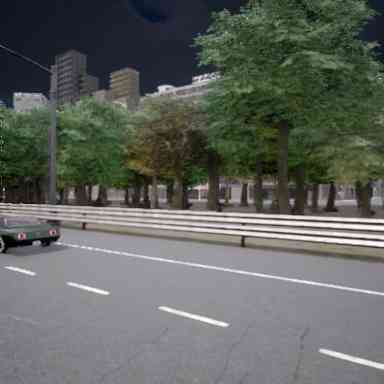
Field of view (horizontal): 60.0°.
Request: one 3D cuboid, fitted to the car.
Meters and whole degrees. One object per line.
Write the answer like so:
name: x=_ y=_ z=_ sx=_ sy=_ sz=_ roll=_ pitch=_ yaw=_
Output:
car: x=-7.517 y=1.597 z=13.545 sx=4.718 sy=1.301 sz=1.895 roll=0 pitch=0 yaw=36
